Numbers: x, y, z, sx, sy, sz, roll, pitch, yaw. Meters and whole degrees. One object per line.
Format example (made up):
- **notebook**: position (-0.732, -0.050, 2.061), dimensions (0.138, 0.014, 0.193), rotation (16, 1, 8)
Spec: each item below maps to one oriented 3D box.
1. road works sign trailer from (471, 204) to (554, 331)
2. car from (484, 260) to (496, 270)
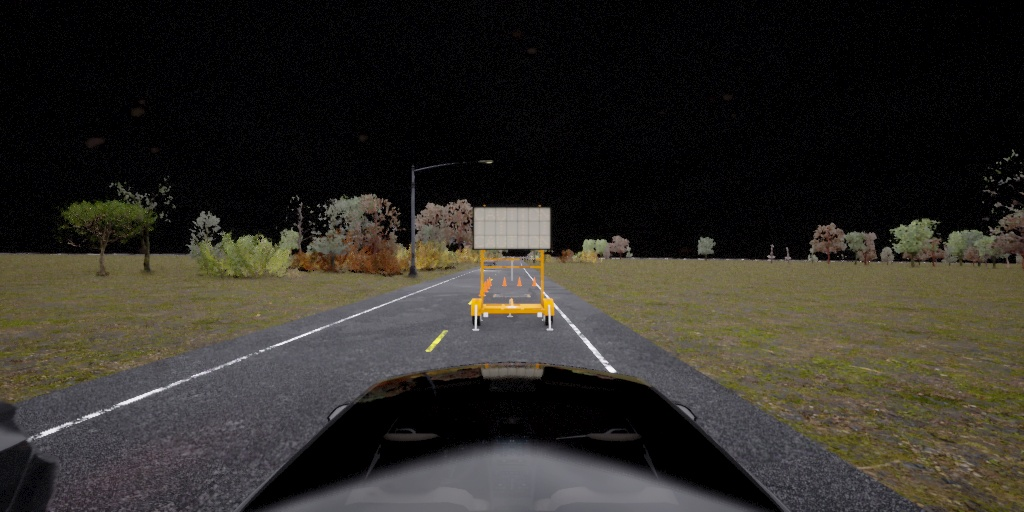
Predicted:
- **road works sign trailer**: position (0.004, 0.218, 11.040), dimensions (2.380, 3.560, 2.880), rotation (0, 0, -1)
- **car**: position (-3.355, 1.345, 52.767), dimensions (1.994, 1.385, 4.181), rotation (0, 0, 0)
